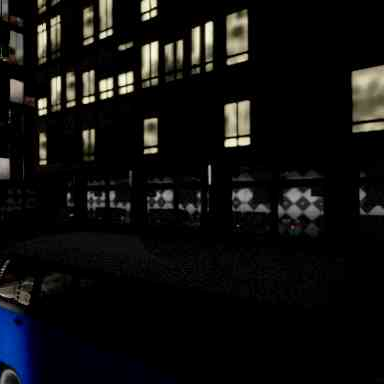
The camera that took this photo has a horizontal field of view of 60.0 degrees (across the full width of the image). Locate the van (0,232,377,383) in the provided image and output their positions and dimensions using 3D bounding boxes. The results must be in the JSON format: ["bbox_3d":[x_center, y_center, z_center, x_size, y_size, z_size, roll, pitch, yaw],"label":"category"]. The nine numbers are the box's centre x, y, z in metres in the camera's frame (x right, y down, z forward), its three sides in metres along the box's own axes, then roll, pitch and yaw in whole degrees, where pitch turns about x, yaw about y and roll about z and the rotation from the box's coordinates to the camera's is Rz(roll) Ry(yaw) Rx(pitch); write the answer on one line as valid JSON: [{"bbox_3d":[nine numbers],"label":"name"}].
[{"bbox_3d":[-0.424,1.362,3.175,3.998,1.788,1.690,-1,0,35],"label":"van"}]
